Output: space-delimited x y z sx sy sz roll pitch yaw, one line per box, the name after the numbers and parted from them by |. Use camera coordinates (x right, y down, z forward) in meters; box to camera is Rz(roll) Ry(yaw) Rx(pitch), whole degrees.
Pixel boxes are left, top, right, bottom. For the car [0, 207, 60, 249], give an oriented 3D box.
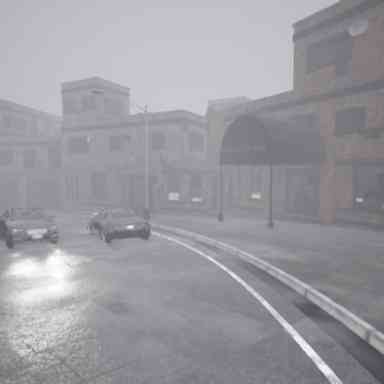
-7.178 1.413 14.485 2.128 1.511 4.902 -2 1 -35 | car

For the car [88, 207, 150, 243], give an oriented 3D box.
-3.456 1.378 15.308 1.994 1.385 4.181 -2 1 -28 | car
